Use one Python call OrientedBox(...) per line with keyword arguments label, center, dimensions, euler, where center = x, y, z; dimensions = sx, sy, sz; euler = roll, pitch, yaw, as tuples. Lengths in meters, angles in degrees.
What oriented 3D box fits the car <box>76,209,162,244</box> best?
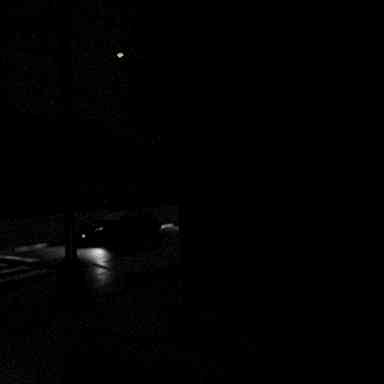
OrientedBox(label="car", center=(-3.390, 1.575, 16.258), dimensions=(1.812, 1.442, 4.674), euler=(-4, -1, 34))
